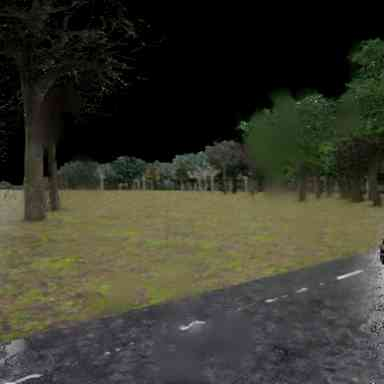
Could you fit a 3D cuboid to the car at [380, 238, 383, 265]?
[{"bbox_3d":[7.902,1.357,10.220,5.566,2.045,2.150,0,-2,-39],"label":"car"}]
